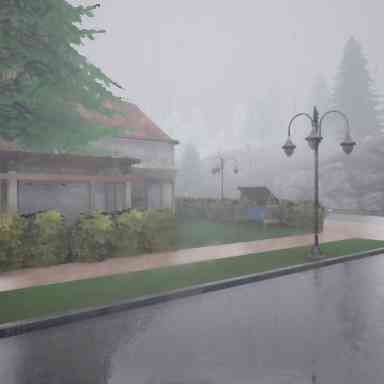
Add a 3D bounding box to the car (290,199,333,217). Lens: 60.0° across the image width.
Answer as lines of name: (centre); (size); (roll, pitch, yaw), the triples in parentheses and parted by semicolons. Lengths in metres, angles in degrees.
car: (9.334, 1.329, 27.805); (2.128, 1.511, 4.902); (0, 0, -35)
